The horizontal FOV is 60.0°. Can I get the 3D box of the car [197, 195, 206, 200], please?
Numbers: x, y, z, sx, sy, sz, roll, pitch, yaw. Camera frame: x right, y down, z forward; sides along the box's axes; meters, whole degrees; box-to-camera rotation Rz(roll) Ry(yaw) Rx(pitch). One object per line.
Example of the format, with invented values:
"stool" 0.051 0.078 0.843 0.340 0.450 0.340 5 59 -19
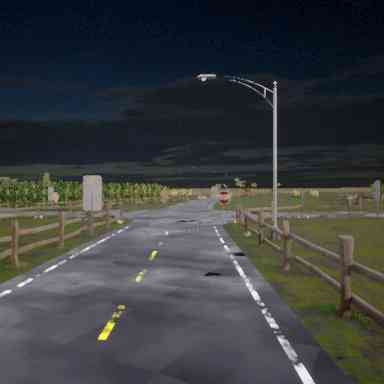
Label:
"car" 2.466 1.480 85.721 1.895 1.301 4.718 0 0 8
